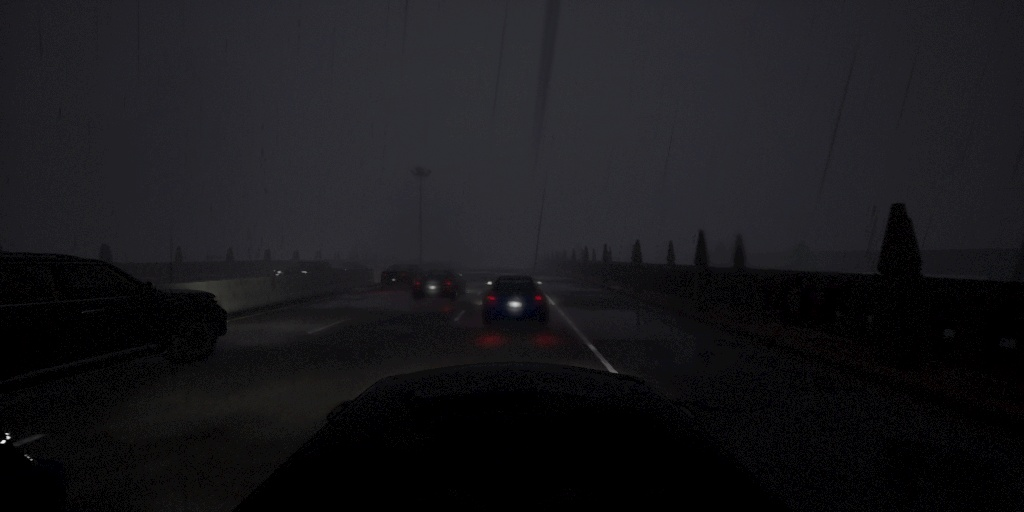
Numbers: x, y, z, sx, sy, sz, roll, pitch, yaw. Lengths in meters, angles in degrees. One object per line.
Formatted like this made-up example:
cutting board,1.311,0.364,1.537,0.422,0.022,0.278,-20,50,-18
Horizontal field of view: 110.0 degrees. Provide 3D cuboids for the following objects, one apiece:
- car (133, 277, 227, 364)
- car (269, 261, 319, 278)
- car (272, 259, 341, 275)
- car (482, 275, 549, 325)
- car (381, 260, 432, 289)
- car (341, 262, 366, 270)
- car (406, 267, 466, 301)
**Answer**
car,-6.900,0.973,4.929,2.150,2.045,5.566,0,0,0
car,-21.091,1.275,34.973,1.837,1.490,4.892,0,0,0
car,-14.097,1.114,24.682,2.097,1.767,4.553,0,0,0
car,0.100,1.319,11.922,1.994,1.385,4.181,0,0,0
car,-6.900,1.238,23.379,1.882,1.535,5.008,0,0,0
car,-17.591,1.320,38.831,2.033,1.411,5.357,0,0,0
car,-3.400,1.322,17.355,1.994,1.385,4.181,0,0,0
